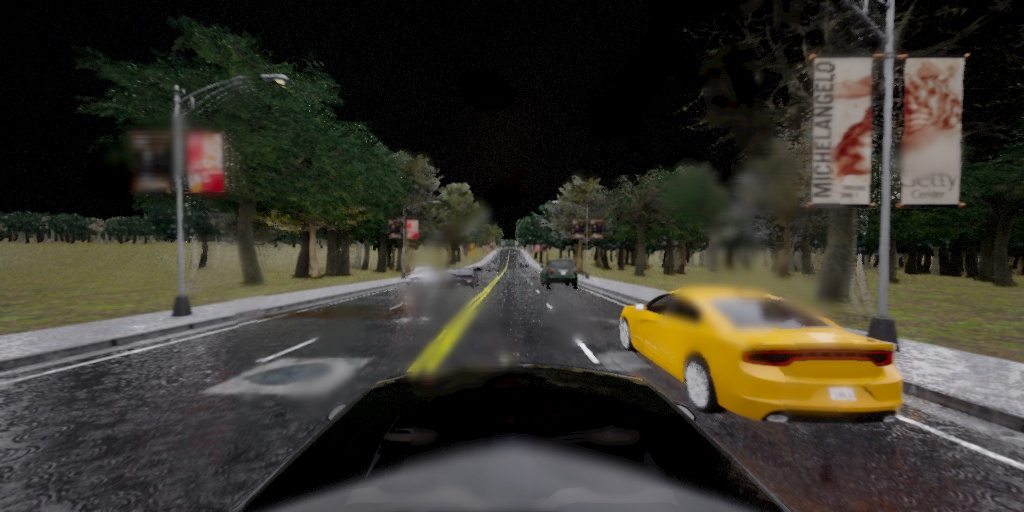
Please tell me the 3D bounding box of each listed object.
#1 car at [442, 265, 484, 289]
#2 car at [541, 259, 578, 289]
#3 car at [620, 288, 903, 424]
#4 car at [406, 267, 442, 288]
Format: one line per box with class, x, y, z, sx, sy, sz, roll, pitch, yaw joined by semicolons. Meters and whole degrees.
car;-3.352;1.568;25.775;2.033;1.411;5.357;0;-1;0
car;3.345;1.244;25.972;2.150;2.045;5.566;0;-1;0
car;3.341;1.273;6.093;1.882;1.535;5.008;0;-1;0
car;-6.590;1.567;27.267;1.812;1.442;4.674;0;-1;0
